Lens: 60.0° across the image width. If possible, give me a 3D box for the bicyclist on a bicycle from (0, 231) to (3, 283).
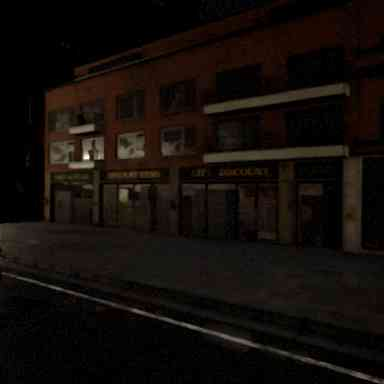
[{"bbox_3d":[-5.155,1.462,8.378,1.509,1.612,0.866,0,0,35],"label":"bicyclist on a bicycle"}]
